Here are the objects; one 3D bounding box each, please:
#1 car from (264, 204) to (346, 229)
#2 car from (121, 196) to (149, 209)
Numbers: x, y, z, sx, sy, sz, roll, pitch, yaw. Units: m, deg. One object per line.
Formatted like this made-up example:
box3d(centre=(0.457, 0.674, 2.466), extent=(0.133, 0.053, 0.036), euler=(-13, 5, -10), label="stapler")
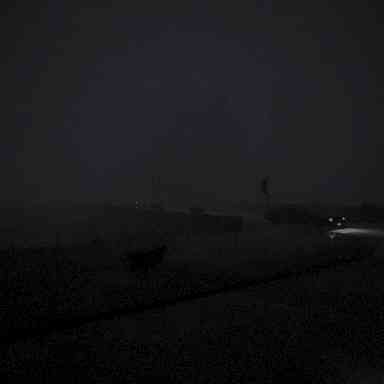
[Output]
box3d(centre=(7.257, 1.532, 22.017), extent=(2.033, 1.411, 5.357), euler=(0, 0, -35), label="car")
box3d(centre=(-7.222, 1.321, 42.318), extent=(2.097, 1.767, 4.553), euler=(0, 0, -35), label="car")
